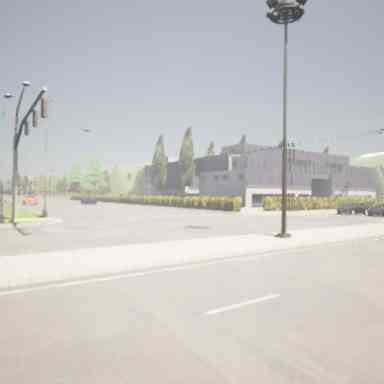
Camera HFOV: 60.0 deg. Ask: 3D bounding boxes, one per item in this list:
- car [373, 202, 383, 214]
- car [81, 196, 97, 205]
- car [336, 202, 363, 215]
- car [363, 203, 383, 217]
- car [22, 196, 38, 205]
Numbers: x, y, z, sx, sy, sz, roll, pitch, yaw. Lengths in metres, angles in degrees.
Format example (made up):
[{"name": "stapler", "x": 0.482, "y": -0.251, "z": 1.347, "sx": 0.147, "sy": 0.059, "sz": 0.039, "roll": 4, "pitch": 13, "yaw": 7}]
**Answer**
[{"name": "car", "x": 27.330, "y": 2.166, "z": 45.907, "sx": 4.902, "sy": 1.511, "sz": 2.128, "roll": 1, "pitch": -1, "yaw": -34}, {"name": "car", "x": -20.116, "y": 1.568, "z": 64.946, "sx": 2.097, "sy": 1.767, "sz": 4.553, "roll": 1, "pitch": 0, "yaw": -33}, {"name": "car", "x": 19.750, "y": 2.047, "z": 40.813, "sx": 4.892, "sy": 1.490, "sz": 1.837, "roll": 1, "pitch": 0, "yaw": -34}, {"name": "car", "x": 22.135, "y": 2.058, "z": 38.209, "sx": 4.892, "sy": 1.490, "sz": 1.837, "roll": 1, "pitch": 0, "yaw": -34}, {"name": "car", "x": -28.821, "y": 1.418, "z": 59.217, "sx": 2.097, "sy": 1.767, "sz": 4.553, "roll": 1, "pitch": 0, "yaw": -33}]
